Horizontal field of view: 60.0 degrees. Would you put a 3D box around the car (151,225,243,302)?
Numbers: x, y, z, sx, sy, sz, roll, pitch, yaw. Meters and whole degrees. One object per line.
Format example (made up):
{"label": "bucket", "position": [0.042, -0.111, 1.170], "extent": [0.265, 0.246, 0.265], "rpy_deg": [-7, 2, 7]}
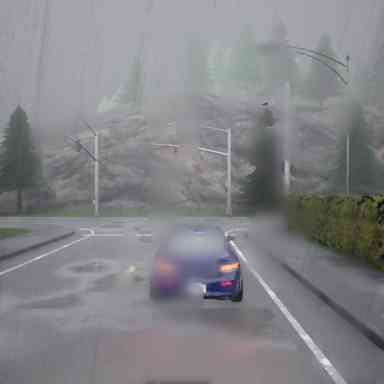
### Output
{"label": "car", "position": [0.107, 1.526, 8.130], "extent": [1.812, 1.442, 4.674], "rpy_deg": [0, 0, 0]}
